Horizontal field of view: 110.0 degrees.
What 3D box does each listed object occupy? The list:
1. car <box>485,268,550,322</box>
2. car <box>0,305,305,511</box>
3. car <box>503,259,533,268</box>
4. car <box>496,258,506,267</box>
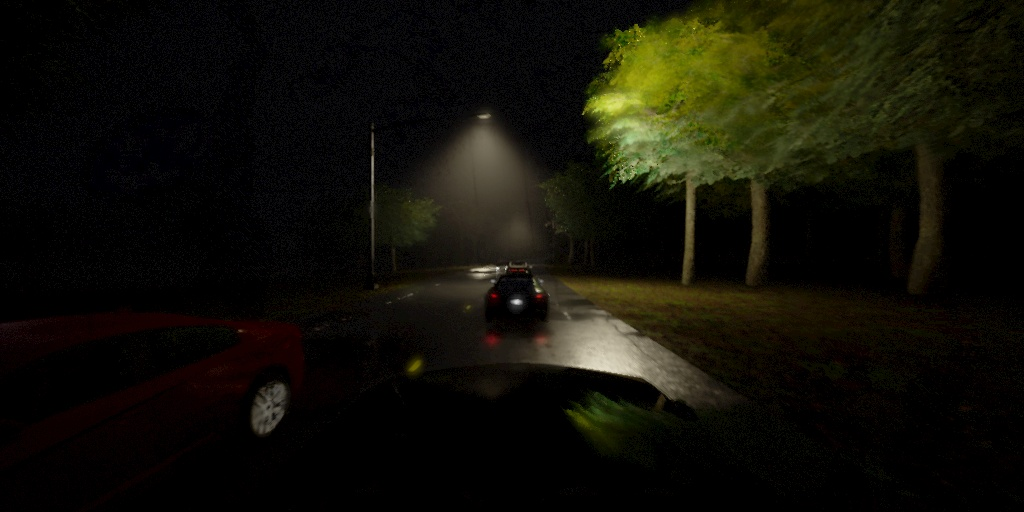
[{"bbox_3d":[0.176,1.276,12.201,1.994,1.385,4.181,0,0,1],"label":"car"},{"bbox_3d":[-3.571,1.223,2.468,1.882,1.535,5.008,0,0,0],"label":"car"},{"bbox_3d":[0.508,1.164,27.531,1.837,1.490,4.892,0,0,2],"label":"car"},{"bbox_3d":[-1.561,1.114,60.280,1.812,1.442,4.674,0,0,4],"label":"car"}]
